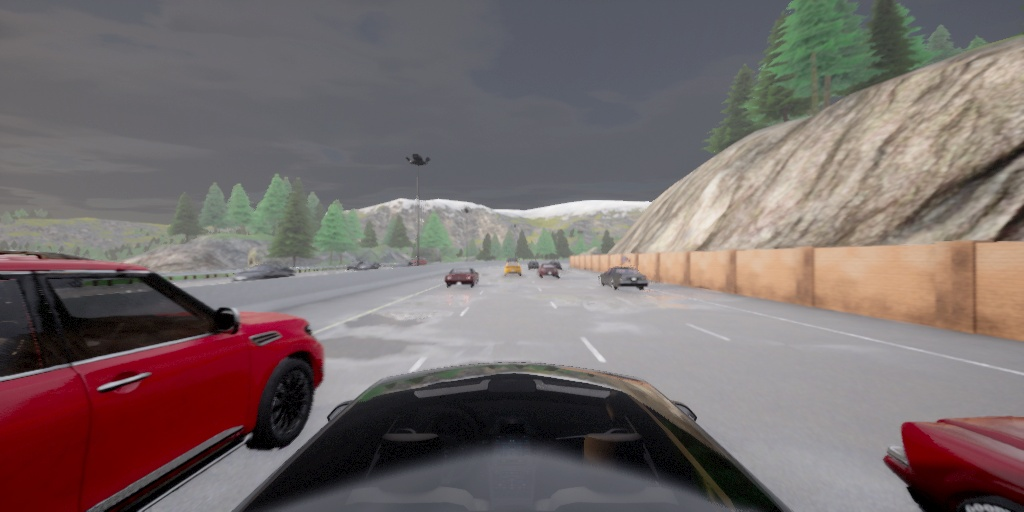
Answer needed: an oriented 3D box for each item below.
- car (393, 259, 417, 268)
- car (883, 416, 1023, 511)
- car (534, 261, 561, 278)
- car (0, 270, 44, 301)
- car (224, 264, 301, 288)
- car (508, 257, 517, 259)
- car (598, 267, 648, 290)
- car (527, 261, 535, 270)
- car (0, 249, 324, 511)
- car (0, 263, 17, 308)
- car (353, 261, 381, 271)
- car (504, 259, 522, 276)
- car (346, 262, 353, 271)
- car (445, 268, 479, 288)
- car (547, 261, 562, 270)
[{"bbox_3d":[-14.061,1.486,46.808,1.837,1.490,4.892,0,0,1],"label":"car"},{"bbox_3d":[3.627,1.344,0.400,1.895,1.301,4.718,0,0,0],"label":"car"},{"bbox_3d":[3.594,1.453,36.320,1.812,1.442,4.674,0,0,0],"label":"car"},{"bbox_3d":[-24.594,1.388,15.986,1.994,1.385,4.181,0,0,0],"label":"car"},{"bbox_3d":[-17.591,1.366,25.665,2.128,1.511,4.902,0,0,0],"label":"car"},{"bbox_3d":[0.100,1.295,65.043,2.150,2.045,5.566,0,-1,0],"label":"car"},{"bbox_3d":[7.070,1.408,23.253,2.033,1.411,5.357,0,0,0],"label":"car"},{"bbox_3d":[3.599,1.557,60.614,1.837,1.490,4.892,0,0,0],"label":"car"},{"bbox_3d":[-3.403,0.972,2.082,2.150,2.045,5.566,0,0,0],"label":"car"},{"bbox_3d":[-21.094,1.156,12.227,2.097,1.767,4.553,0,0,0],"label":"car"},{"bbox_3d":[-21.047,1.506,53.274,2.128,1.511,4.902,0,0,1],"label":"car"},{"bbox_3d":[0.099,1.431,41.325,1.882,1.535,5.008,0,-1,0],"label":"car"},{"bbox_3d":[-24.527,1.529,56.795,1.837,1.490,4.892,0,0,1],"label":"car"},{"bbox_3d":[-3.414,1.472,25.345,1.895,1.301,4.718,0,0,0],"label":"car"},{"bbox_3d":[7.098,1.554,60.184,1.837,1.490,4.892,0,0,0],"label":"car"}]
